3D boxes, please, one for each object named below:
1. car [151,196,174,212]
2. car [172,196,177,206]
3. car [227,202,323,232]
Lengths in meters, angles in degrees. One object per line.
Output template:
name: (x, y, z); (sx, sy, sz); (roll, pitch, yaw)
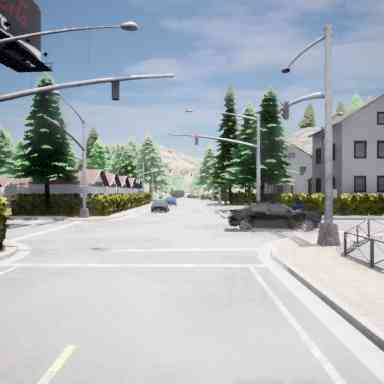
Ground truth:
car: (-3.613, 1.547, 38.507); (2.033, 1.411, 5.357); (0, 0, 0)
car: (-3.557, 1.477, 55.615); (1.882, 1.535, 5.008); (0, 0, 0)
car: (4.399, 1.294, 17.998); (5.008, 1.535, 1.882); (0, 1, 10)
